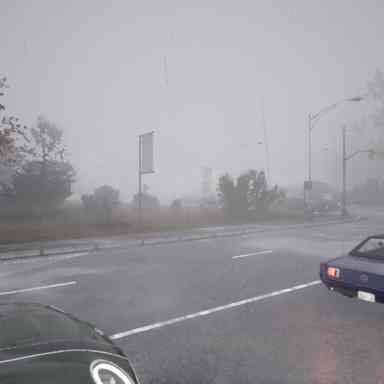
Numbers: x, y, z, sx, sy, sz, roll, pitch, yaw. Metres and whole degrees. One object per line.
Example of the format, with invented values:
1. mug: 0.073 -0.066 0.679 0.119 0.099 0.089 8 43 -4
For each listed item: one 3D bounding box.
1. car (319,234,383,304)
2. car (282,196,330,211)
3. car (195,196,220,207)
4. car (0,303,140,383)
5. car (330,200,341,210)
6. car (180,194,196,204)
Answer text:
1. car: 4.942 1.573 7.254 4.718 1.301 1.895 0 0 -35
2. car: 11.740 1.289 35.725 1.837 1.490 4.892 -1 1 -38
3. car: 3.182 1.282 46.469 2.128 1.511 4.902 -1 1 -39
4. car: -2.531 1.352 1.918 4.553 1.767 2.097 0 0 -36
5. car: 14.461 1.247 37.959 2.128 1.511 4.902 -1 0 -39
6. car: -0.133 1.120 56.242 2.097 1.767 4.553 -1 0 -38
